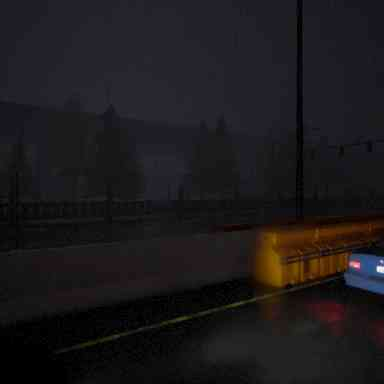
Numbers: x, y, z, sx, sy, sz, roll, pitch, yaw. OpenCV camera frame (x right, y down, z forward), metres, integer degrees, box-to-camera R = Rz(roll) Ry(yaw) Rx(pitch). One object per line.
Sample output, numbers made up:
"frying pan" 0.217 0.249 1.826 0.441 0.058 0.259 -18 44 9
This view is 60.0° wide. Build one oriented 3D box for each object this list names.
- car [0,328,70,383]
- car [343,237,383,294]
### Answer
"car" -3.108 1.492 1.528 4.902 1.511 2.128 0 0 -36
"car" 5.739 1.547 7.840 5.357 1.411 2.033 0 0 -35
